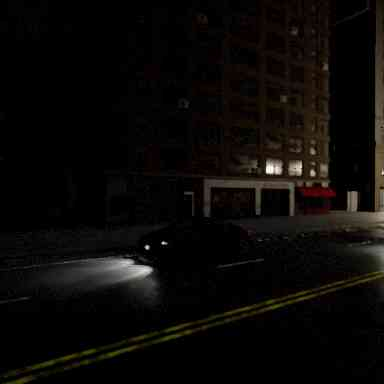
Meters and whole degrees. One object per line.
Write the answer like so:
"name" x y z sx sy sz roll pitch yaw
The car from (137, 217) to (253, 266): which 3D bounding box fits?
"car" 0.191 1.595 11.808 4.181 1.385 1.994 0 0 -35
